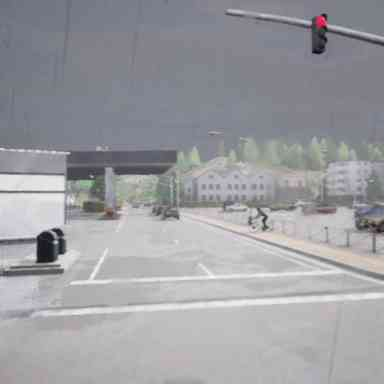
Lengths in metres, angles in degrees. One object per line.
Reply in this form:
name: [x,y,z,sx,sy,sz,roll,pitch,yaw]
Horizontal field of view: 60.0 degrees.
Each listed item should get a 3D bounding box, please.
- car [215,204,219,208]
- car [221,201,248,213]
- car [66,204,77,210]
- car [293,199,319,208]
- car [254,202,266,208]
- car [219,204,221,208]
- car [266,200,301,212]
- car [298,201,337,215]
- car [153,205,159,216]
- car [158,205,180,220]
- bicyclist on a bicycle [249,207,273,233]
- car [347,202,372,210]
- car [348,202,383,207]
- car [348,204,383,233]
car: [8.081,3.313,82.075,4.902,1.511,2.128,0,-1,-10]
car: [7.326,2.691,55.593,3.806,1.475,1.970,0,-1,-10]
car: [-28.766,3.406,75.548,4.902,1.511,2.128,0,-1,-10]
car: [28.169,2.874,82.088,5.566,2.045,2.150,0,-1,-10]
car: [18.166,3.240,83.863,5.008,1.535,1.882,0,-1,-10]
car: [7.338,2.490,58.979,3.866,1.878,1.905,0,-1,-10]
car: [15.663,2.408,57.139,4.605,1.855,1.932,0,-1,-10]
car: [17.169,2.292,44.752,4.514,1.523,2.007,0,-1,-10]
car: [-4.300,2.725,48.995,1.882,1.535,5.008,0,-1,-10]
car: [-2.561,2.493,38.985,1.837,1.490,4.892,0,-1,-10]
bicyclist on a bicycle: [4.377,1.800,21.150,1.656,1.620,0.582,0,-1,-10]
car: [31.874,2.585,63.383,3.806,1.475,1.970,0,-1,-10]
car: [18.896,2.059,34.912,3.633,1.501,1.845,0,-1,-10]
car: [13.440,1.786,21.898,5.027,1.636,2.152,0,-1,-10]
